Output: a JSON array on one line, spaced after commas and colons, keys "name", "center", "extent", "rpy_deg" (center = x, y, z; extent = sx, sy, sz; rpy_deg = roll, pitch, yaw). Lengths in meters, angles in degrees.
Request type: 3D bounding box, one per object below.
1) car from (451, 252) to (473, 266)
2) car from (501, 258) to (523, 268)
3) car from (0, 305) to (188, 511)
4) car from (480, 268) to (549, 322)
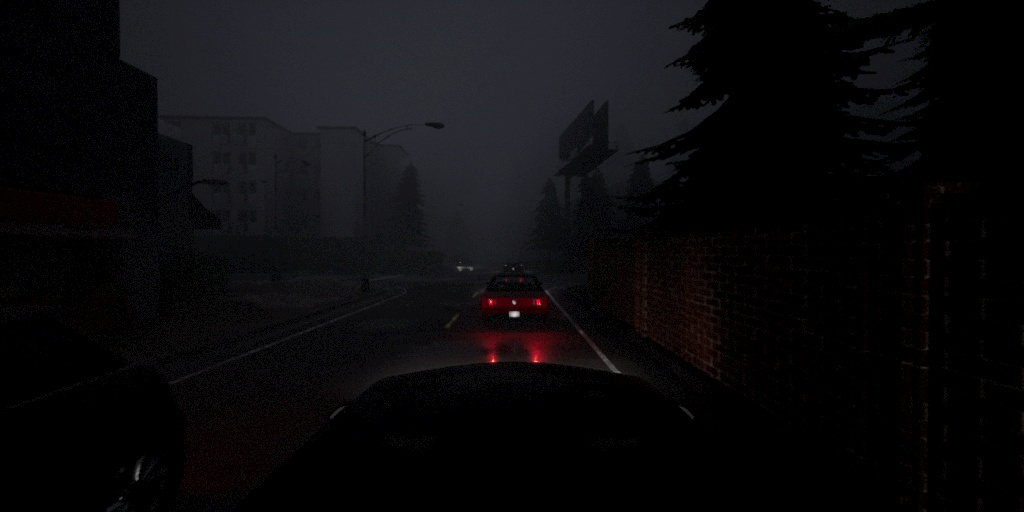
[{"name": "car", "center": [-7.413, 0.420, 52.726], "extent": [2.150, 2.045, 5.566], "rpy_deg": [0, 1, -23]}, {"name": "car", "center": [0.061, 0.927, 34.057], "extent": [1.812, 1.442, 4.674], "rpy_deg": [0, 1, -1]}, {"name": "car", "center": [-3.593, 1.111, 0.830], "extent": [2.097, 1.767, 4.553], "rpy_deg": [0, 1, 0]}, {"name": "car", "center": [0.078, 1.242, 11.799], "extent": [1.895, 1.301, 4.718], "rpy_deg": [0, 1, 0]}]
